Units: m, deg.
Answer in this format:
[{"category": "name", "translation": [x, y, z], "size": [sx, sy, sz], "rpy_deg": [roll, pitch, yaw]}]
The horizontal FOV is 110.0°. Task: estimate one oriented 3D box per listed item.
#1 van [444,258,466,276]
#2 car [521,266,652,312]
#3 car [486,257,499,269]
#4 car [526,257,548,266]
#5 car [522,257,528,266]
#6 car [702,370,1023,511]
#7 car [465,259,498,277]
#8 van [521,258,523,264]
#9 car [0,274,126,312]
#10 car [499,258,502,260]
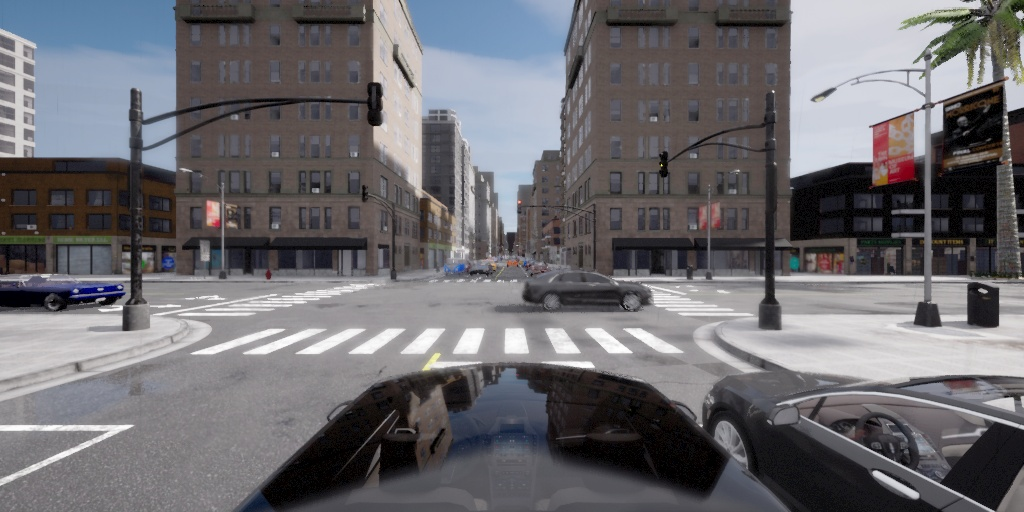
[{"category": "van", "translation": [-5.794, 1.093, 36.395], "size": [1.690, 1.789, 3.998], "rpy_deg": [0, 0, 0]}, {"category": "car", "translation": [2.796, 1.262, 13.704], "size": [4.892, 1.490, 1.837], "rpy_deg": [0, 0, 0]}, {"category": "car", "translation": [-3.016, 1.230, 46.287], "size": [1.882, 1.535, 5.008], "rpy_deg": [0, 0, 0]}, {"category": "car", "translation": [2.732, 1.191, 36.379], "size": [1.967, 1.591, 4.097], "rpy_deg": [0, 0, 0]}, {"category": "car", "translation": [2.755, 1.192, 47.717], "size": [1.967, 1.591, 4.097], "rpy_deg": [0, 0, 0]}, {"category": "car", "translation": [2.668, 1.300, 1.729], "size": [2.007, 1.370, 4.403], "rpy_deg": [0, 0, 0]}, {"category": "car", "translation": [-3.009, 1.299, 36.585], "size": [2.033, 1.411, 5.357], "rpy_deg": [0, 0, 4]}, {"category": "van", "translation": [2.779, 1.093, 59.056], "size": [1.690, 1.789, 3.998], "rpy_deg": [0, 0, 0]}, {"category": "car", "translation": [-17.761, 1.329, 13.544], "size": [4.718, 1.301, 1.895], "rpy_deg": [0, 0, 0]}, {"category": "car", "translation": [-2.987, 1.354, 56.206], "size": [1.895, 1.301, 4.718], "rpy_deg": [0, 0, 0]}]
